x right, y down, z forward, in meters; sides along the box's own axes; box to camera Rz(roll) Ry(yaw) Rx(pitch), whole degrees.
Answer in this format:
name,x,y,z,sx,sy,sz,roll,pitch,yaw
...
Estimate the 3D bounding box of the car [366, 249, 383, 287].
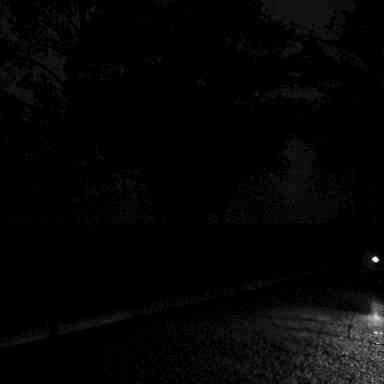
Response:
name,x,y,z,sx,sy,sz,roll,pitch,yaw
car,6.315,1.613,8.189,4.718,1.301,1.895,0,0,-35
